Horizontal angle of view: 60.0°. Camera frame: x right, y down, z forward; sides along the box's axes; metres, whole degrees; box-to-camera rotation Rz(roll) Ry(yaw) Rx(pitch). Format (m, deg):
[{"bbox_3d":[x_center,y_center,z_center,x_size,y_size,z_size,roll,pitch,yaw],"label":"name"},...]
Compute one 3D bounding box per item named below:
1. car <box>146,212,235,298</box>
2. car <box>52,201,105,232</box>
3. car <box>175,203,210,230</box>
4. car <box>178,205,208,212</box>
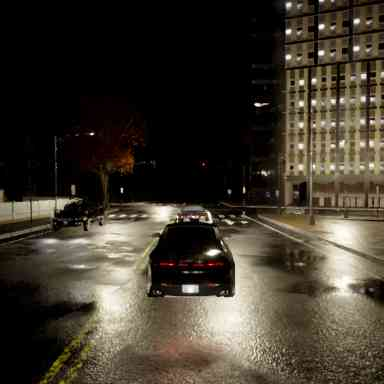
[{"bbox_3d":[-0.017,1.502,8.499,1.837,1.490,4.892,0,0,0],"label":"car"},{"bbox_3d":[-6.467,1.302,19.408,1.837,1.490,4.892,0,0,0],"label":"car"},{"bbox_3d":[0.039,1.544,22.349,2.033,1.411,5.357,0,0,0],"label":"car"},{"bbox_3d":[0.102,1.487,13.323,2.128,1.511,4.902,0,0,0],"label":"car"}]
